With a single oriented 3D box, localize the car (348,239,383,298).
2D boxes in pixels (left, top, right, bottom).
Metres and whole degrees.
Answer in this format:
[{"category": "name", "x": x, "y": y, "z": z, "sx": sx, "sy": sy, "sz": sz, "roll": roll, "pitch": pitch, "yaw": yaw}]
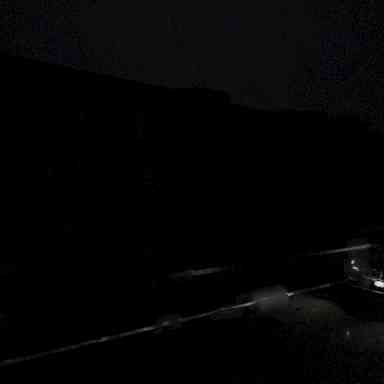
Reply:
[{"category": "car", "x": 5.596, "y": 1.525, "z": 7.633, "sx": 4.892, "sy": 1.490, "sz": 1.837, "roll": 1, "pitch": 0, "yaw": -33}]
